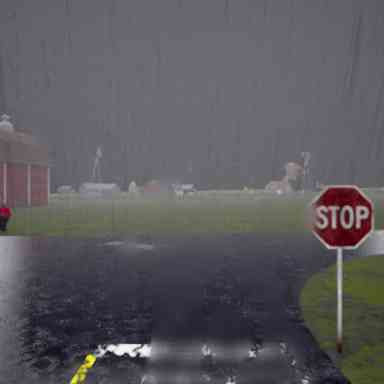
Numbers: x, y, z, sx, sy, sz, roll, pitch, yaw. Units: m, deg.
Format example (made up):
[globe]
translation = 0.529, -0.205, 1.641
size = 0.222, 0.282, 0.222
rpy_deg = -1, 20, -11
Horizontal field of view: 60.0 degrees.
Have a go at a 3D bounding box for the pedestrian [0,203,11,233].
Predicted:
[pedestrian]
translation = -11.180, 1.514, 19.769
size = 0.375, 1.860, 0.375
rpy_deg = 0, 0, 4
